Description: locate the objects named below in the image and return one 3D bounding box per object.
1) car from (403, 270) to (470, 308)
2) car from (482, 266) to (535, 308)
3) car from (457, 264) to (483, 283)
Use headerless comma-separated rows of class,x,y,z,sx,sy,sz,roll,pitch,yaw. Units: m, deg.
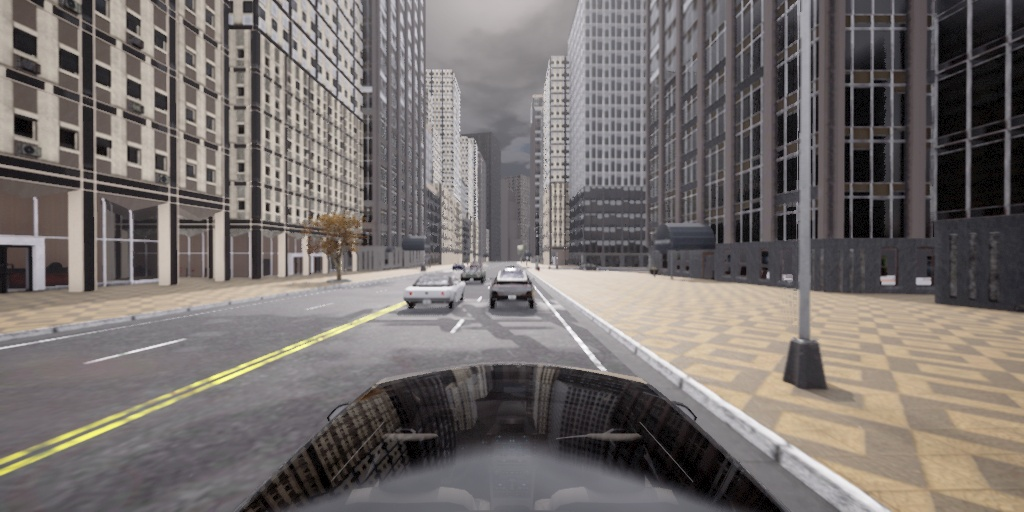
car,-3.245,1.488,15.934,1.895,1.301,4.718,0,-1,0
car,0.008,1.381,16.124,2.128,1.511,4.902,0,0,0
car,-3.242,1.632,30.932,1.895,1.301,4.718,0,-1,0
